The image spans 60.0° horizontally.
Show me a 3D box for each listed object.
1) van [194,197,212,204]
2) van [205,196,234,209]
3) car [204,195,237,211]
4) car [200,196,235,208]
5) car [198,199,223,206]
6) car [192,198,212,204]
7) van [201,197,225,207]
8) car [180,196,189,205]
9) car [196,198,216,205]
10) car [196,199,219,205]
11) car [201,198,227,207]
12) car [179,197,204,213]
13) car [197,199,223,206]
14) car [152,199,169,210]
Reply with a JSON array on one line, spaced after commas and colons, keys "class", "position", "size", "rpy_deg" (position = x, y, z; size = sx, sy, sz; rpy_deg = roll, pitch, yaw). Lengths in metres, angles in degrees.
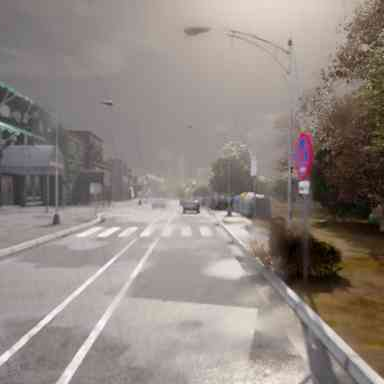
[{"class": "van", "position": [3.092, 2.343, 90.507], "size": [4.442, 1.987, 1.878], "rpy_deg": [1, -1, -24]}, {"class": "van", "position": [4.578, 1.717, 54.945], "size": [4.442, 1.987, 1.878], "rpy_deg": [1, -2, -22]}, {"class": "car", "position": [4.931, 1.435, 43.084], "size": [5.566, 2.045, 2.435], "rpy_deg": [1, -2, -22]}, {"class": "car", "position": [4.393, 1.751, 57.866], "size": [5.566, 2.045, 2.435], "rpy_deg": [1, -2, -22]}, {"class": "car", "position": [3.951, 2.261, 69.697], "size": [4.792, 1.488, 2.163], "rpy_deg": [1, -1, -22]}, {"class": "car", "position": [2.798, 2.609, 93.419], "size": [5.008, 1.535, 2.097], "rpy_deg": [1, -1, -24]}, {"class": "van", "position": [4.140, 1.952, 66.778], "size": [4.442, 1.987, 1.878], "rpy_deg": [1, -1, -22]}, {"class": "car", "position": [-1.988, 2.142, 84.204], "size": [2.150, 2.045, 5.566], "rpy_deg": [0, -1, -3]}, {"class": "car", "position": [3.423, 2.307, 81.543], "size": [4.553, 1.767, 2.185], "rpy_deg": [1, -1, -23]}, {"class": "car", "position": [3.590, 2.386, 78.582], "size": [4.892, 1.521, 2.231], "rpy_deg": [1, -1, -23]}, {"class": "car", "position": [4.173, 1.994, 63.777], "size": [4.553, 1.767, 2.185], "rpy_deg": [1, -1, -22]}, {"class": "car", "position": [-0.132, 1.578, 37.444], "size": [2.128, 1.511, 4.902], "rpy_deg": [0, -1, -2]}, {"class": "car", "position": [3.990, 2.284, 72.715], "size": [5.366, 1.575, 1.946], "rpy_deg": [1, -1, -22]}, {"class": "car", "position": [-4.859, 1.836, 49.606], "size": [1.882, 1.535, 5.008], "rpy_deg": [0, -2, -2]}]
